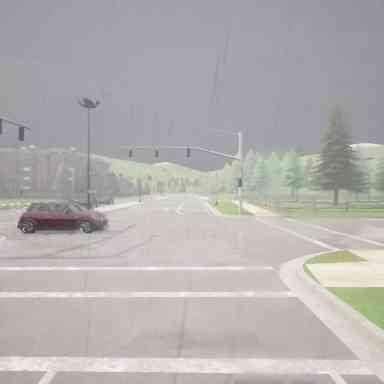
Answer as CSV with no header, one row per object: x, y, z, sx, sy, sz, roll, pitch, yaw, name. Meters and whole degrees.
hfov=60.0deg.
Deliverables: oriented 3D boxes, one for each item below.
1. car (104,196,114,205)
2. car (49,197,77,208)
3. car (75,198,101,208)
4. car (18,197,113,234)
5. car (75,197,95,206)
-14.920,1.505,58.203,1.837,1.490,4.892,0,0,0,car
-18.438,1.491,47.741,2.128,1.511,4.902,0,0,0,car
-14.934,1.547,48.121,2.033,1.411,5.357,0,0,0,car
-7.045,1.352,18.529,4.553,1.767,2.097,0,0,-1,car
-18.421,1.564,57.494,1.994,1.385,4.181,0,0,0,car
